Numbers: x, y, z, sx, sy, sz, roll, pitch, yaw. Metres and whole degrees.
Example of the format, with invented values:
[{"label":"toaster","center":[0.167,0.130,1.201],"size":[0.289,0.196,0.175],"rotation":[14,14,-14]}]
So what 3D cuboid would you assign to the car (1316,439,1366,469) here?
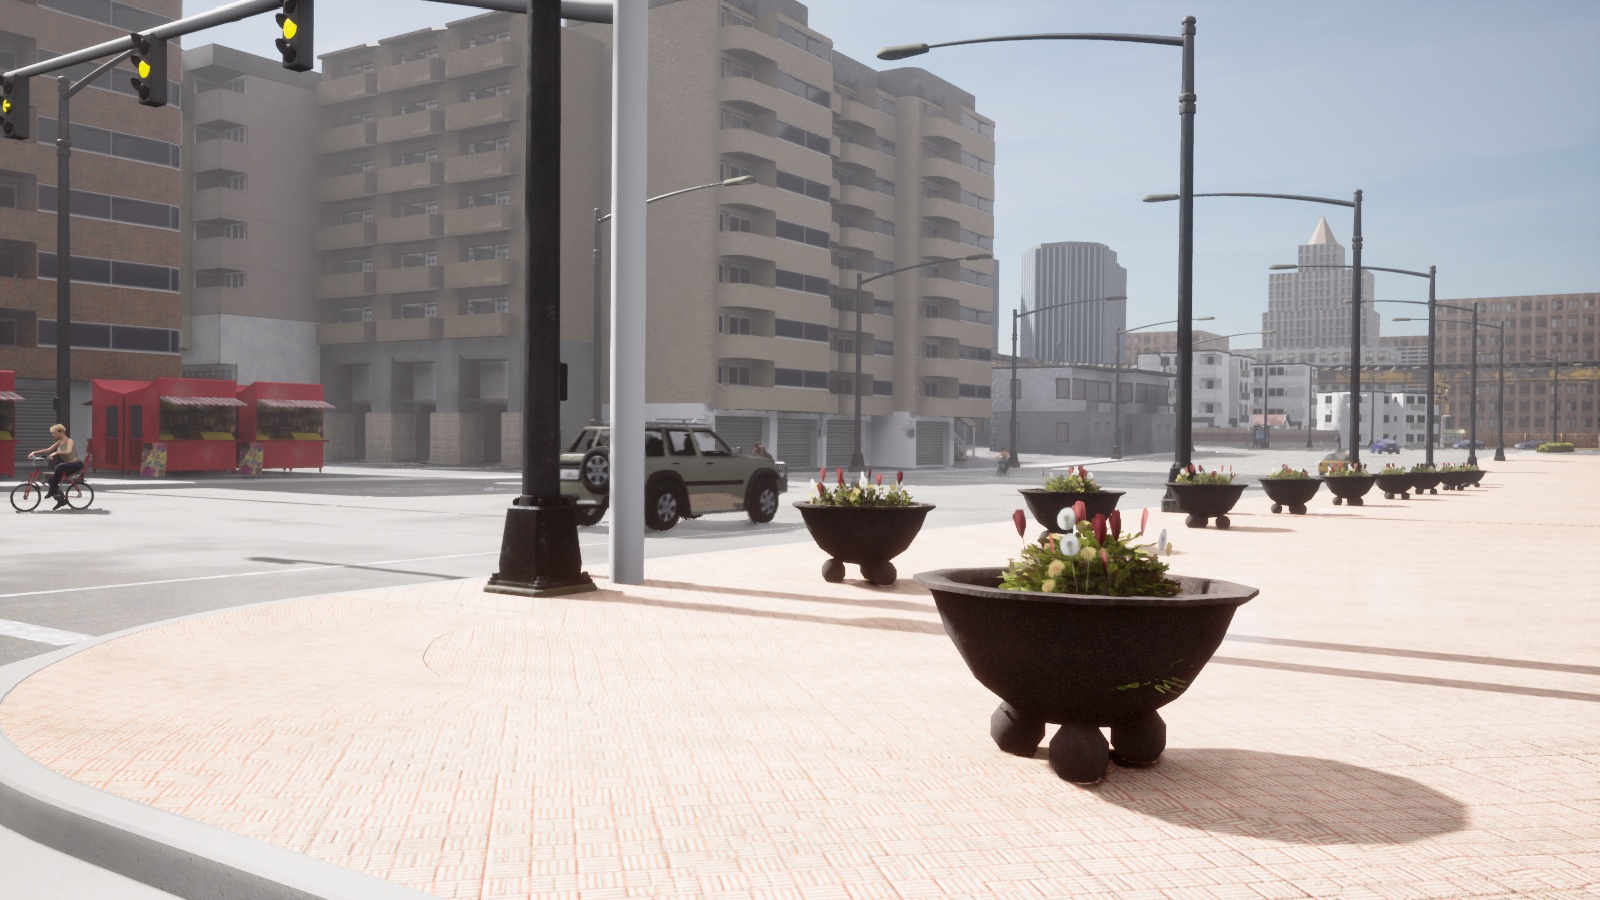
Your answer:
[{"label":"car","center":[31.815,0.208,73.802],"size":[1.801,1.575,5.366],"rotation":[0,1,33]}]

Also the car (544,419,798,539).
[{"label":"car","center":[-2.100,0.431,21.878],"size":[1.932,1.855,4.605],"rotation":[0,0,33]}]

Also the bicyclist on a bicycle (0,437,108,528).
[{"label":"bicyclist on a bicycle","center":[-13.787,0.576,23.194],"size":[0.866,1.612,1.509],"rotation":[0,0,33]}]
